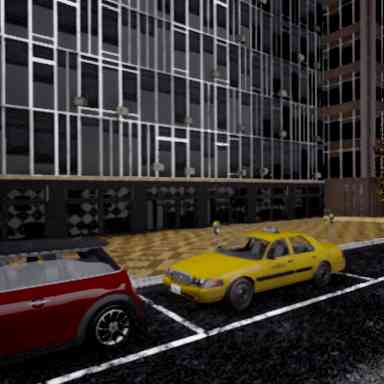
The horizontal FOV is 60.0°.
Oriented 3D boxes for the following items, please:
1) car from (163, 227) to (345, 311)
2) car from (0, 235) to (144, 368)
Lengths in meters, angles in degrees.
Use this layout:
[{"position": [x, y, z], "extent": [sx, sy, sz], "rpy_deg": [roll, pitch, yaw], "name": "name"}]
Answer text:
[{"position": [1.654, 1.529, 7.749], "extent": [4.829, 1.417, 1.752], "rpy_deg": [0, -1, -36], "name": "car"}, {"position": [-2.835, 1.441, 4.548], "extent": [4.097, 1.590, 1.967], "rpy_deg": [0, -1, -36], "name": "car"}]
